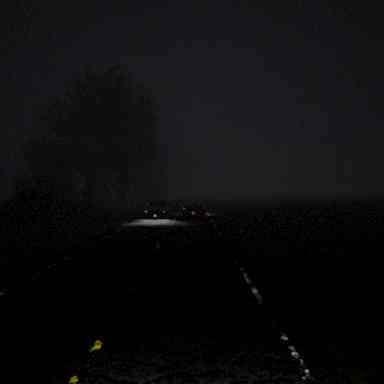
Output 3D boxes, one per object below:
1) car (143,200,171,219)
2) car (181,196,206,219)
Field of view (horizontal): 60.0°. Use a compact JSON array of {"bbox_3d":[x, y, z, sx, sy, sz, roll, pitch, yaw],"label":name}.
[{"bbox_3d":[-2.698,1.338,27.149,2.033,1.411,5.357,0,0,0],"label":"car"},{"bbox_3d":[0.132,1.322,26.532,1.812,1.442,4.674,0,0,1],"label":"car"}]
